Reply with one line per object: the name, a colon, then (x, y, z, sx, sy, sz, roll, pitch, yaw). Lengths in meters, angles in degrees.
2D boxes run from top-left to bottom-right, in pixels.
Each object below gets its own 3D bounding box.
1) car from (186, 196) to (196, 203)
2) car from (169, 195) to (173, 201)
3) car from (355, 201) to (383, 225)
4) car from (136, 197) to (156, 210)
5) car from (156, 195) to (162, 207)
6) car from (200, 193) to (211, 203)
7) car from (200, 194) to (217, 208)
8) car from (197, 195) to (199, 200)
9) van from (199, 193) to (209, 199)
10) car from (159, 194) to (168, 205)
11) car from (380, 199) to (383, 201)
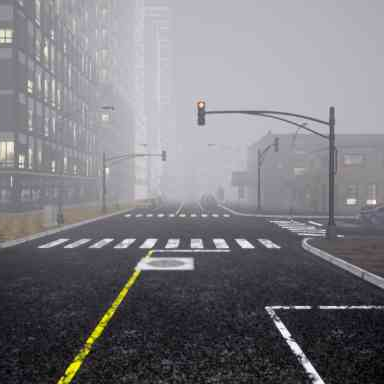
car: (-0.229, 1.509, 69.674, 2.128, 1.511, 4.902, 0, 0, 0)
car: (-5.955, 1.509, 86.869, 1.752, 1.417, 4.829, -1, 0, 0)
car: (14.610, 1.649, 24.680, 4.674, 1.442, 1.812, 1, 1, 0)
car: (-5.976, 1.515, 41.715, 1.752, 1.417, 4.829, -1, 0, 0)
car: (-5.824, 1.555, 47.529, 1.947, 1.339, 4.313, -1, 0, 0)
car: (2.865, 1.212, 73.442, 2.150, 2.045, 5.566, 0, 0, 0)
car: (2.521, 1.429, 47.503, 1.967, 1.590, 4.097, -1, 0, 0)
car: (2.482, 1.302, 58.791, 2.192, 1.841, 5.009, -1, 0, 0)
van: (2.501, 1.329, 53.147, 1.690, 1.788, 3.998, -1, 0, 0)
car: (-5.861, 1.553, 58.819, 1.947, 1.339, 4.313, -1, 0, 0)
car: (16.438, 1.415, 27.260, 5.009, 1.841, 2.192, 1, 0, 1)
